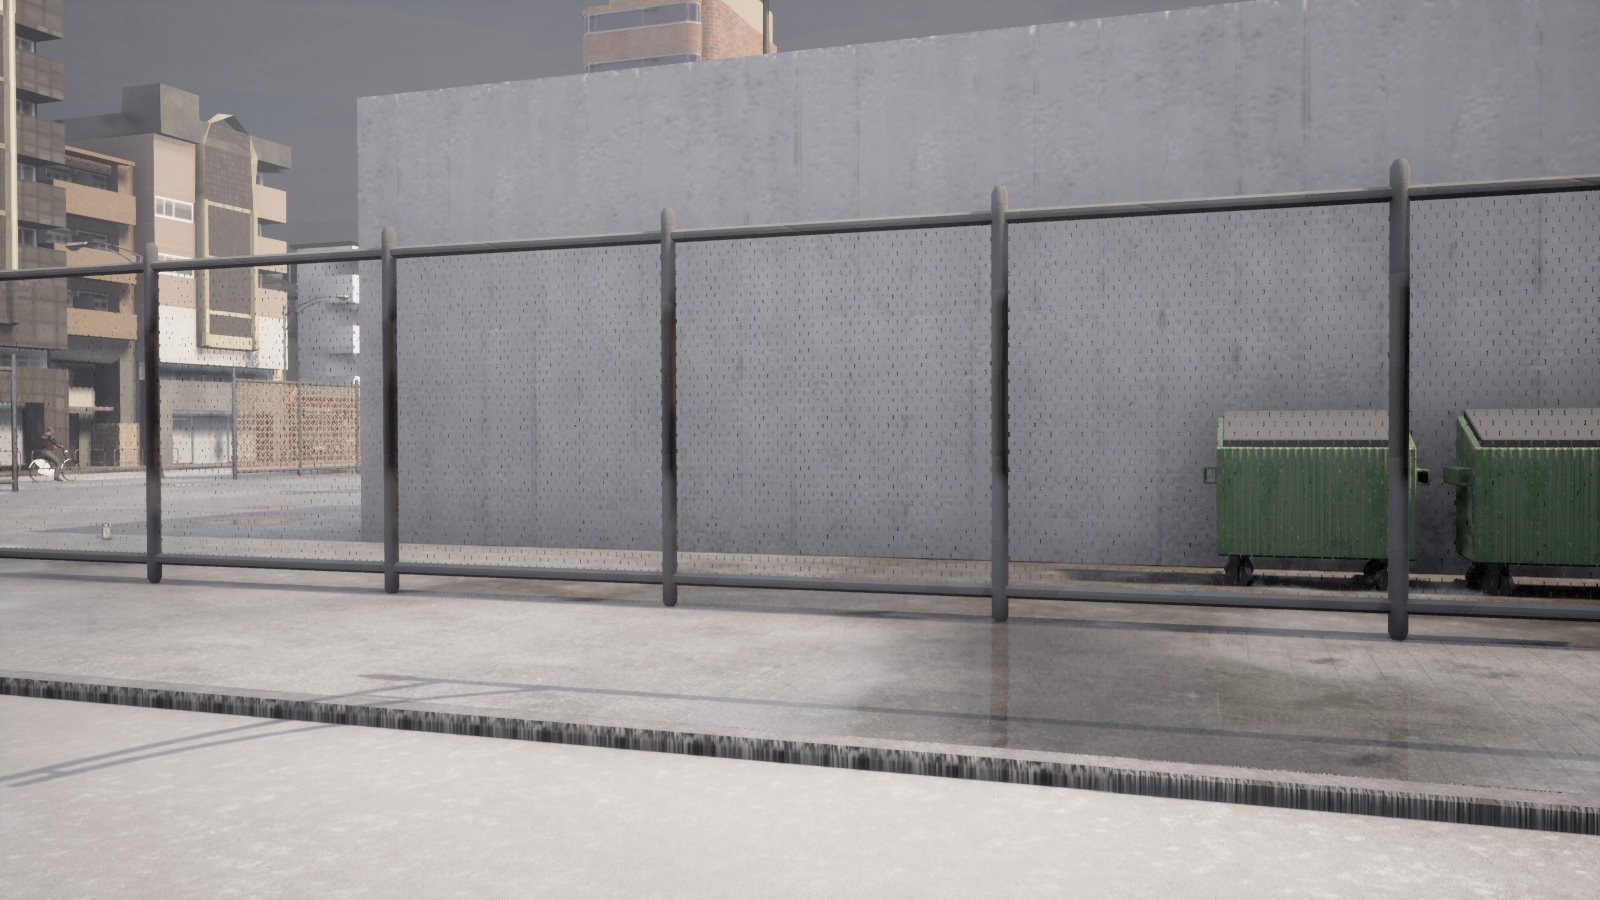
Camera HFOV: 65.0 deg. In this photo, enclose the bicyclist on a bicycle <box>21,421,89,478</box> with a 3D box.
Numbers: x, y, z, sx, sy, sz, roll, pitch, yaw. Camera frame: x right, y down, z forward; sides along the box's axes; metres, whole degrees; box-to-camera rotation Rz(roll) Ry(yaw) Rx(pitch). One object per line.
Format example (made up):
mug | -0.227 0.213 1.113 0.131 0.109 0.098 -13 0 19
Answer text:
bicyclist on a bicycle | -23.671 -0.031 39.939 0.659 1.776 1.843 1 1 19
